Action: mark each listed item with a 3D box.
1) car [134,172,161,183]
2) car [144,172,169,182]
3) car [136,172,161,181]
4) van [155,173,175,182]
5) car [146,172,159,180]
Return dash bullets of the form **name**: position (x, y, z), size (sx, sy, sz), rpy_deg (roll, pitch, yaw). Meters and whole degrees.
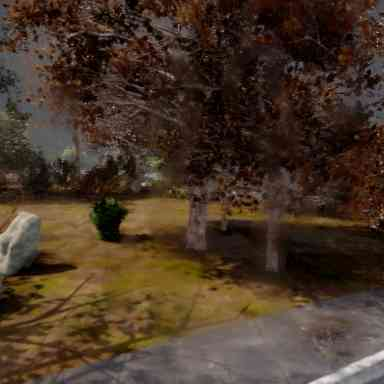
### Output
- **car**: position (-8.020, -2.527, 59.997), size (2.185, 1.767, 4.553), rpy_deg (5, 4, 39)
- **car**: position (-8.205, -3.482, 77.026), size (2.435, 2.045, 5.566), rpy_deg (5, 4, 39)
- **car**: position (-10.337, -3.666, 78.784), size (2.435, 2.045, 5.566), rpy_deg (5, 4, 39)
- **van**: position (-6.131, -3.272, 75.200), size (1.878, 1.987, 4.442), rpy_deg (5, 4, 39)
- **car**: position (-5.911, -2.210, 58.210), size (2.231, 1.521, 4.892), rpy_deg (5, 4, 39)
